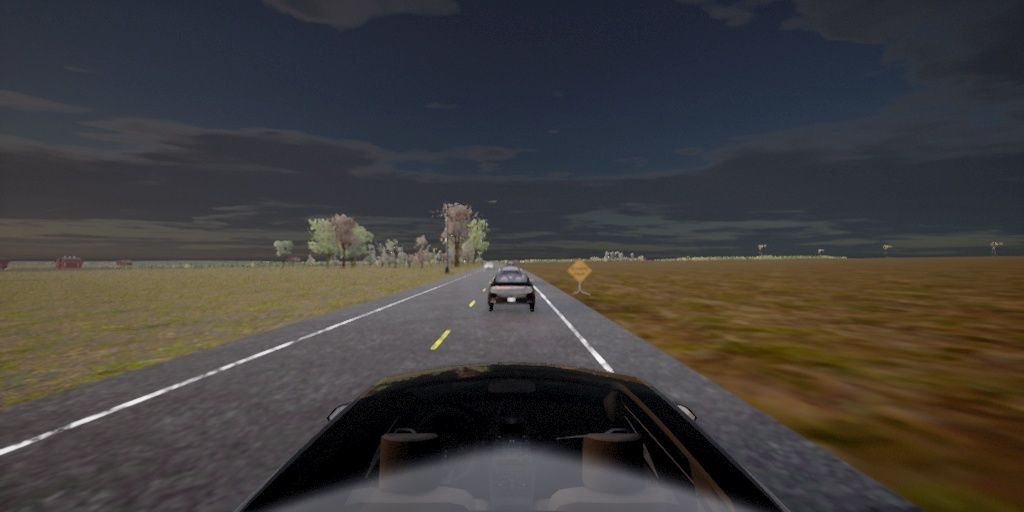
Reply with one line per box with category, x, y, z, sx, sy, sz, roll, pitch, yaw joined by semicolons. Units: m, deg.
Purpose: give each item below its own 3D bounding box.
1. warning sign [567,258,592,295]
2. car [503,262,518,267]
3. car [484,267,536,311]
warning sign;3.497;1.042;18.487;1.300;1.860;1.060;0;0;0
car;-0.138;1.539;31.114;1.882;1.535;5.008;0;0;0
car;-0.018;1.386;15.374;2.128;1.511;4.902;0;0;0
